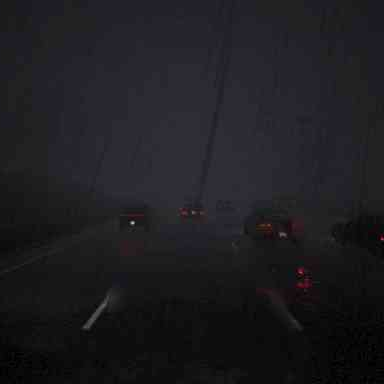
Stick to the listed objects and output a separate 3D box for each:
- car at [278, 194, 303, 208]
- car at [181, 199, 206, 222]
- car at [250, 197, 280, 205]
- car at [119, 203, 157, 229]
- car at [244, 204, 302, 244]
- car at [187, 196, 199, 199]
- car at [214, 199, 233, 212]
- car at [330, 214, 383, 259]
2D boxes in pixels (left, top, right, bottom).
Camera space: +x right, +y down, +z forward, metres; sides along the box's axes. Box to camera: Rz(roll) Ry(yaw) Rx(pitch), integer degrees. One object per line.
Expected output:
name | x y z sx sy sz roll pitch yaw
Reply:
car | 10.604 1.182 37.199 2.150 2.045 5.566 0 0 0
car | 0.103 1.518 26.032 2.033 1.411 5.357 0 0 0
car | 7.105 1.470 33.554 1.837 1.490 4.892 0 1 0
car | -3.397 1.483 21.437 1.837 1.490 4.892 0 1 0
car | 3.603 1.509 15.456 1.812 1.442 4.674 0 0 0
car | 0.103 1.306 40.729 2.097 1.767 4.553 0 0 0
car | 3.604 1.506 38.282 2.033 1.411 5.357 0 0 0
car | 7.102 1.534 12.438 2.033 1.411 5.357 0 0 0
